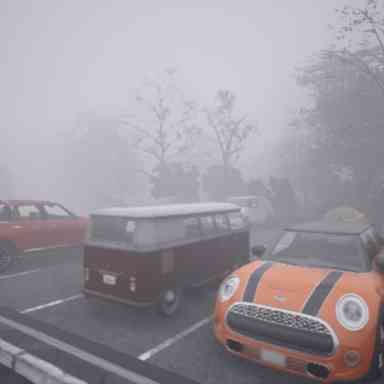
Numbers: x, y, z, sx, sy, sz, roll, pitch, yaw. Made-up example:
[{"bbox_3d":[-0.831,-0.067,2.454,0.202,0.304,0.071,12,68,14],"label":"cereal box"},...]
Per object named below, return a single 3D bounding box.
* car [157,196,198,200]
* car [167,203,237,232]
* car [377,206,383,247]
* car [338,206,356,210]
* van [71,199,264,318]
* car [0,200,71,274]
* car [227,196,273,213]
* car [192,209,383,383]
[{"bbox_3d":[-1.423,1.325,23.230,2.435,2.045,5.566,-1,-1,35],"label":"car"},{"bbox_3d":[0.781,1.545,21.718,2.231,1.521,4.892,-1,-1,35],"label":"car"},{"bbox_3d":[10.028,1.475,15.448,1.946,1.575,5.366,0,0,35],"label":"car"},{"bbox_3d":[7.853,1.480,16.982,1.946,1.575,5.366,0,0,35],"label":"car"},{"bbox_3d":[-0.195,1.261,7.560,1.878,1.987,4.442,0,0,35],"label":"van"},{"bbox_3d":[-5.310,1.276,11.051,2.435,2.045,5.566,-1,0,35],"label":"car"},{"bbox_3d":[3.056,1.262,20.102,2.435,2.045,5.566,-1,-1,35],"label":"car"},{"bbox_3d":[2.239,1.350,5.740,2.185,1.767,4.553,0,0,35],"label":"car"}]
